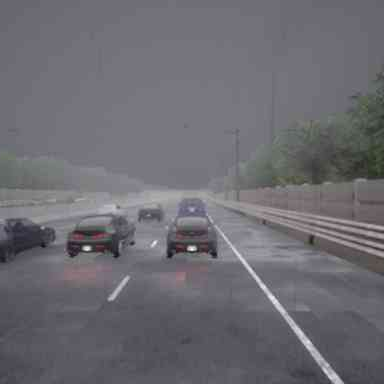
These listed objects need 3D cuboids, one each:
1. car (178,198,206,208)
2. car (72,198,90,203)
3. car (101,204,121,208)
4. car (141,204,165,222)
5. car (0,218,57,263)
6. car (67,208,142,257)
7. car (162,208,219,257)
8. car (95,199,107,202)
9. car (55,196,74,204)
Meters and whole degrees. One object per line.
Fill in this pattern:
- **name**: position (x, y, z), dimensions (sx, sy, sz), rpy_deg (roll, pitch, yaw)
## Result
- **car**: position (0.007, 1.483, 27.601), dimensions (2.150, 2.045, 5.566), rpy_deg (0, 0, 0)
- **car**: position (-21.011, 2.146, 64.475), dimensions (1.994, 1.385, 4.181), rpy_deg (0, 0, 0)
- **car**: position (-6.979, 1.796, 28.897), dimensions (1.812, 1.442, 4.674), rpy_deg (0, 0, 1)
- **car**: position (-3.476, 1.751, 29.258), dimensions (1.882, 1.535, 5.008), rpy_deg (0, 0, 1)
- **car**: position (-6.993, 1.667, 12.498), dimensions (2.033, 1.411, 5.357), rpy_deg (0, -1, 0)
- **car**: position (-3.481, 1.636, 13.517), dimensions (1.837, 1.490, 4.892), rpy_deg (0, 0, 1)
- **car**: position (0.018, 1.636, 13.502), dimensions (1.837, 1.490, 4.892), rpy_deg (0, 0, 0)
- **car**: position (-17.519, 2.091, 64.494), dimensions (1.837, 1.490, 4.892), rpy_deg (0, 0, 0)
- **car**: position (-24.508, 1.814, 64.429), dimensions (2.150, 2.045, 5.566), rpy_deg (0, 0, 0)
